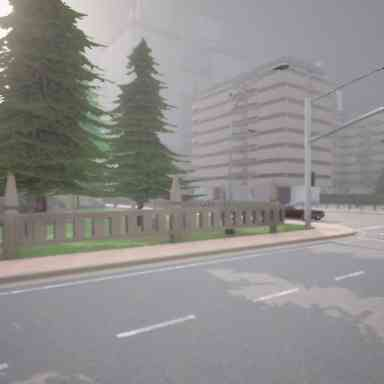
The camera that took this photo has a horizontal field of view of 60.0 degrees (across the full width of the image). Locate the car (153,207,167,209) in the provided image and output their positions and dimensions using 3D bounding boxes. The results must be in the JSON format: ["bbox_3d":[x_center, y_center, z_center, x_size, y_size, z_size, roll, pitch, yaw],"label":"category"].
[{"bbox_3d":[-3.798,1.605,45.981,1.837,1.490,4.892,0,0,-35],"label":"car"}]

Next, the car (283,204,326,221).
[{"bbox_3d":[8.799,1.700,28.167,1.895,1.301,4.718,0,0,-34],"label":"car"}]
